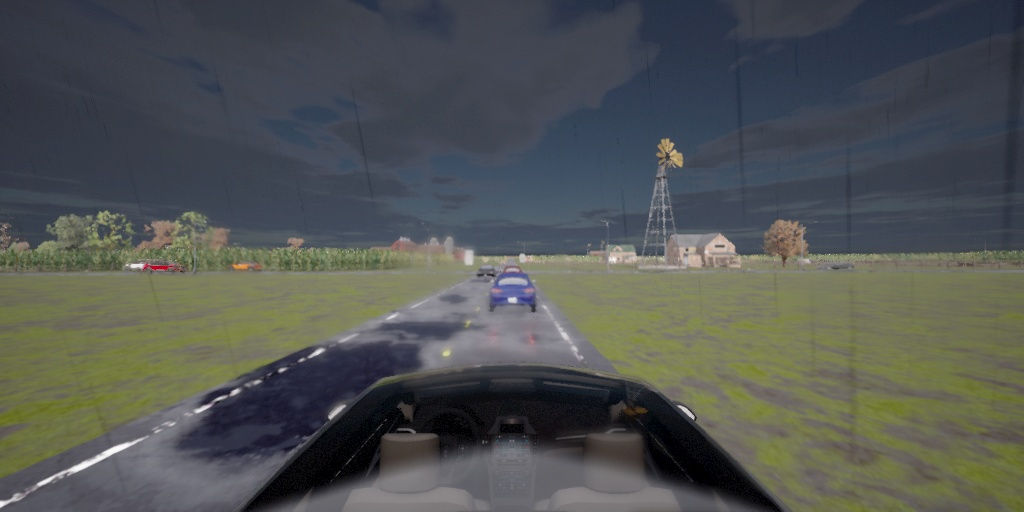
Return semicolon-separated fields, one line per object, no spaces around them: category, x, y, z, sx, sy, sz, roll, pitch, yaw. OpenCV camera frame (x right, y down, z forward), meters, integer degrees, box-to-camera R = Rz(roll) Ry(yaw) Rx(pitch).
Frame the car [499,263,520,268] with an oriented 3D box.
car;0.053;1.543;29.594;1.812;1.442;4.674;0;-1;0

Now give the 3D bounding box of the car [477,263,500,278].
car;-2.764;1.662;40.145;2.033;1.411;5.357;0;-1;0

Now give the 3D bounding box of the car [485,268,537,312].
car;0.055;1.404;14.905;1.812;1.442;4.674;0;0;0
